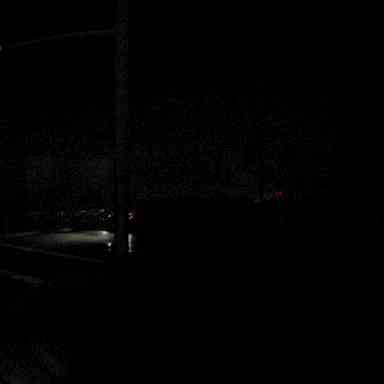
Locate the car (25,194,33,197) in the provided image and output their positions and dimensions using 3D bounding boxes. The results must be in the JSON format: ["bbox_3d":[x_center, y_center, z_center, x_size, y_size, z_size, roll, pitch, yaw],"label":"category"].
[{"bbox_3d":[-34.339,1.231,71.204,1.970,1.475,3.806,0,0,35],"label":"car"}]

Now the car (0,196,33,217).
[{"bbox_3d":[-15.817,1.339,26.918,2.007,1.523,4.514,0,0,35],"label":"car"}]

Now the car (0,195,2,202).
[{"bbox_3d":[-41.402,1.297,67.569,2.007,1.523,4.514,0,0,35],"label":"car"}]

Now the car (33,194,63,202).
[{"bbox_3d":[-28.915,1.153,67.759,2.152,1.636,5.027,0,0,35],"label":"car"}]

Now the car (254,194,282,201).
[{"bbox_3d":[8.422,1.221,37.051,2.150,2.045,5.566,0,0,35],"label":"car"}]

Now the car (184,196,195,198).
[{"bbox_3d":[-0.778,1.373,48.169,1.845,1.501,3.633,0,0,35],"label":"car"}]

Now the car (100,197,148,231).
[{"bbox_3d":[-3.056,1.352,20.569,2.097,1.767,4.553,0,0,35],"label":"car"}]

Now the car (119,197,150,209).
[{"bbox_3d":[-7.499,1.384,43.836,1.970,1.475,3.806,0,0,35],"label":"car"}]

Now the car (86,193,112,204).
[{"bbox_3d":[-15.864,1.097,59.022,1.932,1.855,4.605,0,0,35],"label":"car"}]

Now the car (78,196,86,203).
[{"bbox_3d":[-18.474,1.076,60.365,1.905,1.878,3.866,0,0,35],"label":"car"}]
